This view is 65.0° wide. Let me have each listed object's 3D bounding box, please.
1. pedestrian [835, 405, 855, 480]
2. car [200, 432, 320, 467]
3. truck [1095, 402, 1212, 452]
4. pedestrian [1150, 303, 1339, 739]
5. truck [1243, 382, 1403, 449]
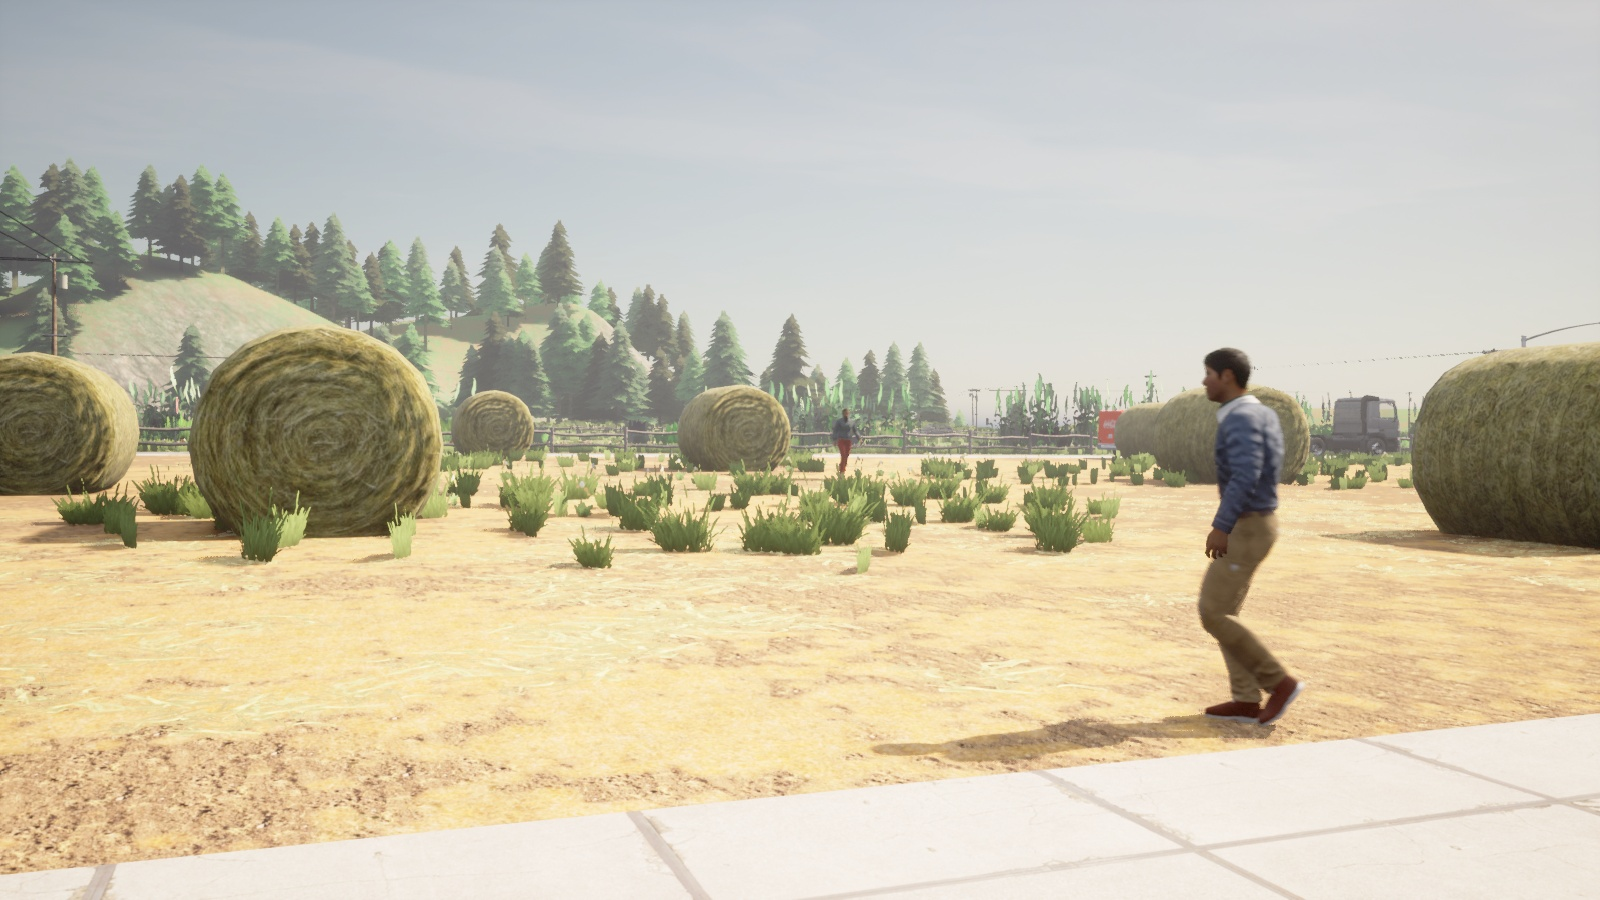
[{"bbox_3d":[1.120,-0.191,31.570,0.353,1.847,0.614,-1,1,-11],"label":"pedestrian"},{"bbox_3d":[-23.770,-0.026,55.473,4.674,1.442,1.812,-1,1,-17],"label":"car"},{"bbox_3d":[18.159,-1.190,64.599,5.204,2.467,2.627,-1,1,-17],"label":"truck"},{"bbox_3d":[2.114,0.314,5.968,0.788,1.949,0.423,0,1,27],"label":"pedestrian"},{"bbox_3d":[28.180,-1.856,67.655,7.936,3.462,2.891,-1,1,-17],"label":"truck"}]
